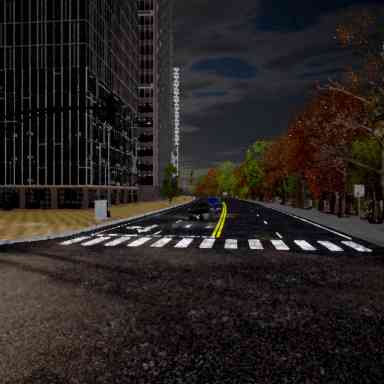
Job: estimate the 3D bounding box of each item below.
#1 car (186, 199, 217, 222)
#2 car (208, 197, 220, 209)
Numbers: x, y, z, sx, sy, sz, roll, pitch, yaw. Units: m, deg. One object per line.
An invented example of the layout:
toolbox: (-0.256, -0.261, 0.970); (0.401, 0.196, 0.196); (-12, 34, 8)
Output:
car: (0.727, 1.559, 26.374); (1.837, 1.490, 4.892); (0, 0, 7)
car: (2.988, 1.494, 47.039); (1.882, 1.535, 5.008); (0, 0, 6)
